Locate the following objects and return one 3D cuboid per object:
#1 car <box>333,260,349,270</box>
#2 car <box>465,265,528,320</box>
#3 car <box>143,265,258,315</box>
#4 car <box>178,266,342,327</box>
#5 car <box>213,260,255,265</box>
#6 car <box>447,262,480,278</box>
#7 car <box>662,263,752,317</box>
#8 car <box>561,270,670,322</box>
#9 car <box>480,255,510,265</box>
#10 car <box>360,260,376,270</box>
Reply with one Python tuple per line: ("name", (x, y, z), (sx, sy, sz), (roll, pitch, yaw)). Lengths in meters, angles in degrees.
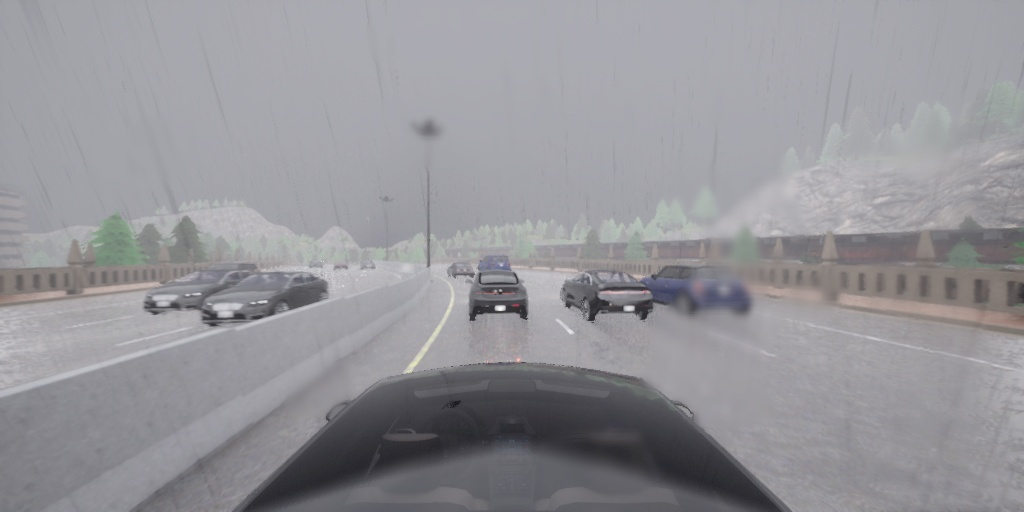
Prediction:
("car", (-25.371, 1.296, 53.167), (1.882, 1.535, 5.008), (0, 0, -26))
("car", (-0.572, 1.242, 12.677), (1.837, 1.490, 4.892), (0, 0, -6))
("car", (-11.442, 1.264, 13.850), (2.128, 1.511, 4.902), (0, 0, -8))
("car", (-7.701, 1.252, 11.764), (2.128, 1.511, 4.902), (0, 0, -6))
("car", (-16.103, 1.144, 20.368), (2.097, 1.767, 4.553), (0, 0, -12))
("car", (-4.829, 1.272, 33.231), (2.033, 1.411, 5.357), (0, 0, -18))
("car", (6.370, 1.068, 13.206), (2.097, 1.767, 4.553), (0, 0, -5))
("car", (2.990, 1.219, 12.207), (2.128, 1.511, 4.902), (0, 0, -5))
("car", (-1.810, 0.927, 35.128), (2.150, 2.045, 5.566), (0, 0, -18))
("car", (-21.171, 1.282, 52.590), (2.128, 1.511, 4.902), (0, 0, -26))
